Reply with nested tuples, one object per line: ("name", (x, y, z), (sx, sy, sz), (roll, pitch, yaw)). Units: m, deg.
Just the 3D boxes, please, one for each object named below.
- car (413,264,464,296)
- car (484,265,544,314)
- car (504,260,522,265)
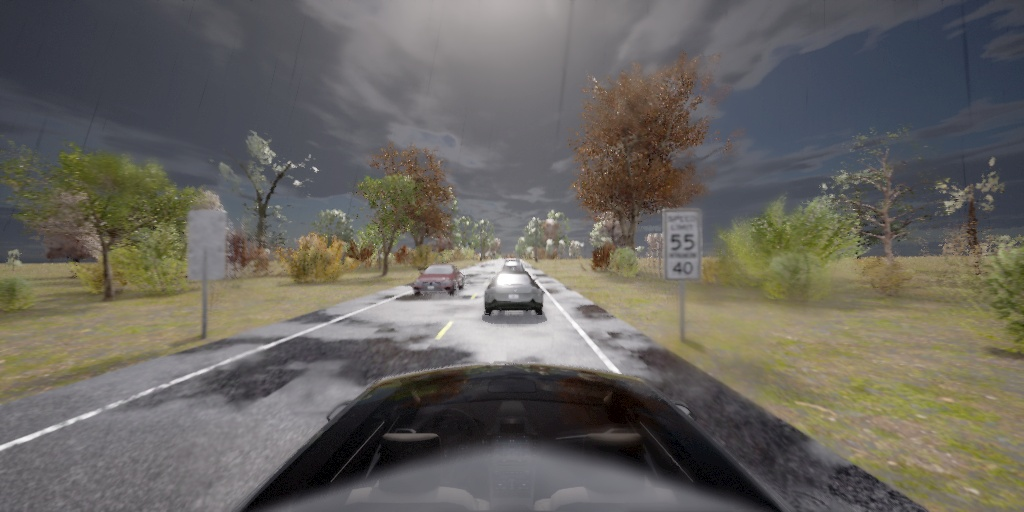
("car", (-3.551, 1.123, 18.092), (1.812, 1.442, 4.674), (0, 0, 0))
("car", (0.052, 1.206, 13.105), (1.994, 1.385, 4.181), (0, 1, 0))
("car", (0.094, 1.046, 30.543), (2.033, 1.411, 5.357), (0, 0, 0))
